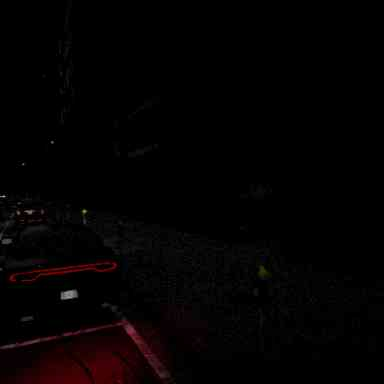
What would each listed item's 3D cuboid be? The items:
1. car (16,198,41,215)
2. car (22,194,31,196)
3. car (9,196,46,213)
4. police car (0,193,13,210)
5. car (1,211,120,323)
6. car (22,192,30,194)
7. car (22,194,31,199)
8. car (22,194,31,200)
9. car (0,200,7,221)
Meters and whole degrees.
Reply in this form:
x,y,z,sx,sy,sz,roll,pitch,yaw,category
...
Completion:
x,y,z,sx,sy,sz,roll,pitch,yaw,category
-15.756,1.358,32.055,2.008,1.369,4.403,-2,1,-27,car
-20.698,1.321,41.885,1.947,1.339,4.313,-2,1,-27,car
-10.816,1.300,22.223,1.967,1.590,4.097,-2,1,-27,car
-22.320,1.259,38.751,1.930,1.638,5.238,-2,1,-27,police car
-3.002,1.413,7.314,1.882,1.535,5.008,-2,1,-27,car
-37.329,1.054,75.037,1.967,1.590,4.097,-2,1,-27,car
-42.167,1.133,84.713,2.008,1.369,4.403,-2,1,-27,car
-39.824,1.122,80.027,1.752,1.417,4.829,-2,1,-27,car
-15.148,1.507,24.719,1.895,1.301,4.718,-2,1,-27,car
